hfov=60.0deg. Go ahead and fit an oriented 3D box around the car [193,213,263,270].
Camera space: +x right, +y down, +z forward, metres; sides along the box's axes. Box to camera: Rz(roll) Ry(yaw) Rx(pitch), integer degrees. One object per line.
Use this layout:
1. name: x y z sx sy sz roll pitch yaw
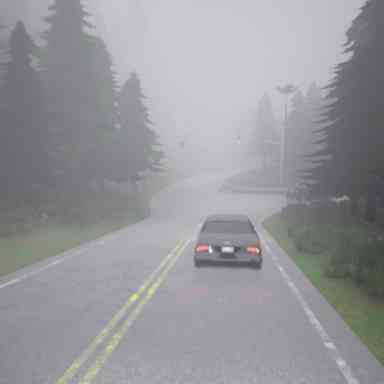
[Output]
1. car: 1.109 1.385 10.446 2.033 1.411 5.357 1 1 6
